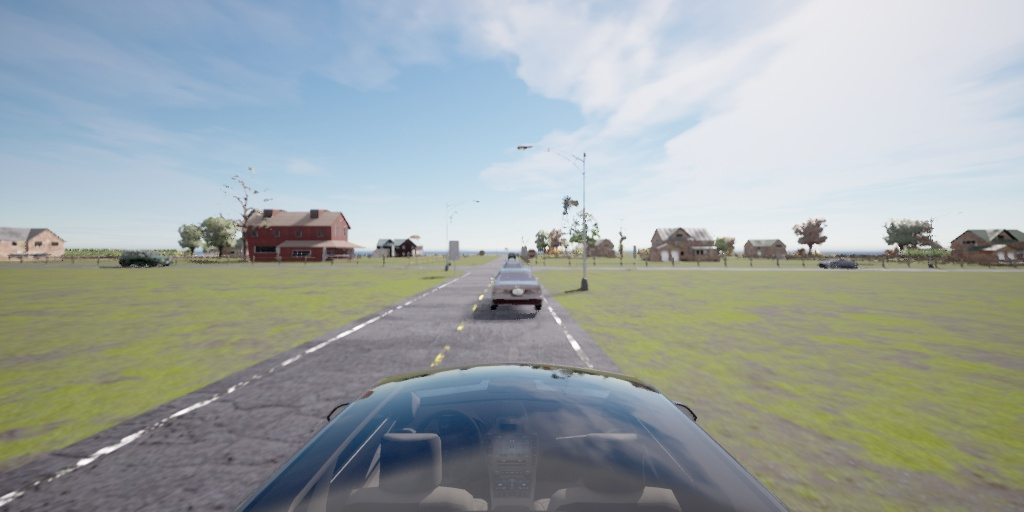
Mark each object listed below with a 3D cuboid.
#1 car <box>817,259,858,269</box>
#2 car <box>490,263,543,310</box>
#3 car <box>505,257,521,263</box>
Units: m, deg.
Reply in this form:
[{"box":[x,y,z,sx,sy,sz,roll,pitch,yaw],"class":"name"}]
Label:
[{"box":[43.305,1.024,47.756,4.181,1.385,1.994,0,1,1],"class":"car"},{"box":[0.112,1.174,14.052,2.033,1.411,5.357,0,0,-1],"class":"car"},{"box":[0.096,1.034,29.555,1.994,1.385,4.181,0,1,0],"class":"car"}]
